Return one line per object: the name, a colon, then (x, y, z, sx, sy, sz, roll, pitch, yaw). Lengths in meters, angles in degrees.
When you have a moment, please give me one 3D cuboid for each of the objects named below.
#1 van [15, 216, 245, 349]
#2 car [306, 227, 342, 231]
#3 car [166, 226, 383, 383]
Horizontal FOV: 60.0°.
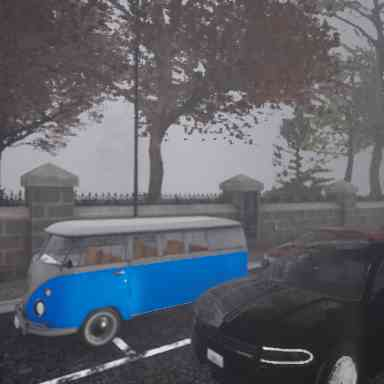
van: (-0.798, 1.365, 5.992, 3.998, 1.788, 1.690, 1, 0, -36)
car: (3.783, 1.656, 9.263, 4.206, 1.307, 1.802, 1, 0, -36)
car: (2.281, 1.519, 5.006, 5.008, 1.535, 1.882, 1, 0, -36)
